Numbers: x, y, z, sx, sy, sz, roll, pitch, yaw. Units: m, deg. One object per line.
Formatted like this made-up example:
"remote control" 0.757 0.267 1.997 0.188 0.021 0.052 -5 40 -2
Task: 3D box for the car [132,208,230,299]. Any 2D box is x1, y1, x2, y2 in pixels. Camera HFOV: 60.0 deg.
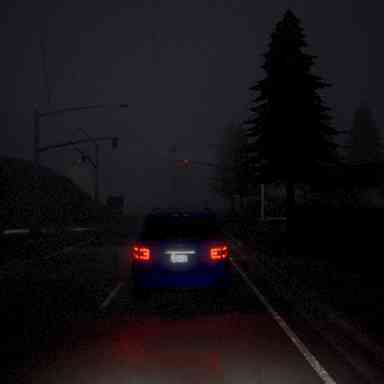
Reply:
"car" -0.240 1.439 9.239 2.150 2.045 5.566 0 -1 0

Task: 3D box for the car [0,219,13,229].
"car" -17.087 2.354 26.087 5.357 1.411 2.033 0 -1 -1
